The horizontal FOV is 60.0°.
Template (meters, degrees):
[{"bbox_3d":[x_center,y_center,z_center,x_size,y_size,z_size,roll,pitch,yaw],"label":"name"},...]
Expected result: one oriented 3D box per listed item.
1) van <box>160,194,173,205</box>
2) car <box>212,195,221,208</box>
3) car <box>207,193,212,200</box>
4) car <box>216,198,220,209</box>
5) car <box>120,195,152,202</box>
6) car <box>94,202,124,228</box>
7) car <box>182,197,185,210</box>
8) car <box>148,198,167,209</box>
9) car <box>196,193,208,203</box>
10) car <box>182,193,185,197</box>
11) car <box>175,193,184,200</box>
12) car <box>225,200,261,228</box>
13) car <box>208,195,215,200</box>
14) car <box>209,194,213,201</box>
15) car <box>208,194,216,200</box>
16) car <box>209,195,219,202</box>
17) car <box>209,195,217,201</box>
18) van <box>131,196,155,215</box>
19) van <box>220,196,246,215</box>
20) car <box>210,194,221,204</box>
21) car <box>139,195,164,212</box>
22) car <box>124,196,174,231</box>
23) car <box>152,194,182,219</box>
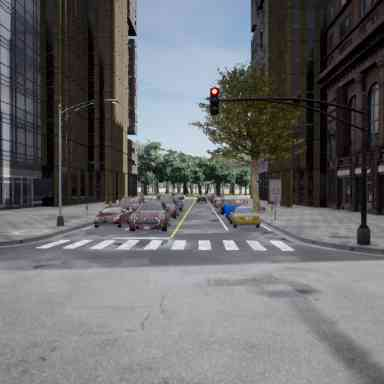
[{"bbox_3d":[-4.214,1.252,55.993,1.690,1.788,3.998,0,0,2],"label":"van"},{"bbox_3d":[4.008,1.466,44.585,1.752,1.417,4.829,-1,0,2],"label":"car"},{"bbox_3d":[4.462,1.211,61.446,2.192,1.841,5.009,-1,0,2],"label":"car"},{"bbox_3d":[3.696,1.531,33.061,1.947,1.339,4.313,-1,0,2],"label":"car"},{"bbox_3d":[-4.983,1.290,27.605,2.192,1.841,5.009,-1,0,2],"label":"car"},{"bbox_3d":[-5.133,1.565,21.927,1.802,1.307,4.206,-1,0,2],"label":"car"},{"bbox_3d":[-1.993,1.554,39.109,1.895,1.301,4.718,0,0,2],"label":"car"},{"bbox_3d":[-4.519,1.491,44.639,2.008,1.369,4.403,-1,0,2],"label":"car"},{"bbox_3d":[1.926,1.389,65.851,1.837,1.490,4.892,0,0,2],"label":"car"},{"bbox_3d":[-3.444,1.375,84.381,1.887,1.381,4.507,0,0,2],"label":"car"},{"bbox_3d":[-3.293,1.128,90.058,2.192,1.841,5.009,0,0,2],"label":"car"},{"bbox_3d":[3.393,1.508,21.875,1.752,1.417,4.829,-1,0,2],"label":"car"},{"bbox_3d":[5.232,1.379,89.832,1.947,1.339,4.313,0,0,2],"label":"car"},{"bbox_3d":[4.310,1.462,55.769,2.008,1.369,4.403,-1,0,2],"label":"car"},{"bbox_3d":[5.082,1.355,84.324,1.752,1.417,4.829,0,0,2],"label":"car"},{"bbox_3d":[4.771,1.415,72.800,2.008,1.369,4.403,0,0,2],"label":"car"},{"bbox_3d":[4.925,1.429,78.478,1.802,1.307,4.206,0,0,2],"label":"car"},{"bbox_3d":[-4.828,1.306,33.283,1.690,1.788,3.998,-1,0,2],"label":"van"},{"bbox_3d":[3.540,1.316,27.383,1.690,1.788,3.998,-1,0,2],"label":"van"},{"bbox_3d":[4.157,1.471,50.092,1.887,1.381,4.507,-1,0,2],"label":"car"},{"bbox_3d":[-4.675,1.269,38.961,2.192,1.841,5.009,-1,0,2],"label":"car"},{"bbox_3d":[-2.452,1.337,20.183,2.097,1.767,4.553,0,0,0],"label":"car"},{"bbox_3d":[-2.270,1.324,28.993,2.097,1.767,4.553,0,0,2],"label":"car"}]
